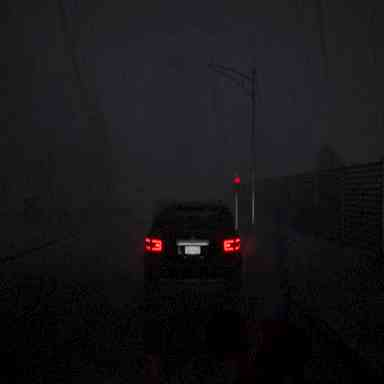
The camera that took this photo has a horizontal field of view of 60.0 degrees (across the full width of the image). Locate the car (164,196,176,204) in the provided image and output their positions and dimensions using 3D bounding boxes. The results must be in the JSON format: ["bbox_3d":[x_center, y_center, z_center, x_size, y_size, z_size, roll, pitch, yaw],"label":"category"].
[{"bbox_3d":[-4.117,1.543,63.327,2.033,1.411,5.357,0,0,0],"label":"car"}]

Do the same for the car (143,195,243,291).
[{"bbox_3d":[0.034,1.221,9.132,2.150,2.045,5.566,0,0,0],"label":"car"}]

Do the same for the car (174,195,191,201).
[{"bbox_3d":[-2.511,1.472,85.741,1.882,1.535,5.008,0,0,-36],"label":"car"}]

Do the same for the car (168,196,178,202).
[{"bbox_3d":[-4.074,1.548,73.313,1.994,1.385,4.181,0,0,0],"label":"car"}]

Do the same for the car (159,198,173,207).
[{"bbox_3d":[-4.147,1.597,53.565,1.895,1.301,4.718,0,0,0],"label":"car"}]

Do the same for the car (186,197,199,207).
[{"bbox_3d":[0.058,1.522,50.593,1.812,1.442,4.674,0,0,0],"label":"car"}]

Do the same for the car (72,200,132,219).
[{"bbox_3d":[-7.790,1.476,29.071,5.008,1.535,1.882,0,1,-13],"label":"car"}]
